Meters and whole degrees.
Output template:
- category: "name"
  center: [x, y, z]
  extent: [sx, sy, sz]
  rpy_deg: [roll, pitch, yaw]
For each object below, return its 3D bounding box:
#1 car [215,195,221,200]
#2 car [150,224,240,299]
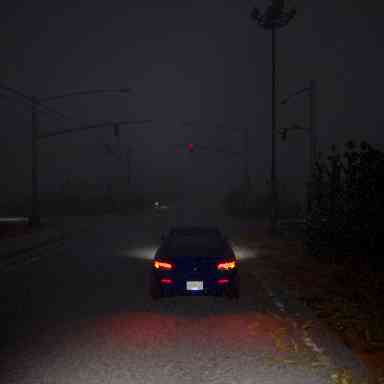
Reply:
- category: "car"
  center: [6.602, 1.460, 80.807]
  extent: [1.895, 1.301, 4.718]
  rpy_deg: [0, -1, 6]
- category: "car"
  center: [0.073, 1.526, 8.313]
  extent: [1.812, 1.442, 4.674]
  rpy_deg: [0, 0, 1]
